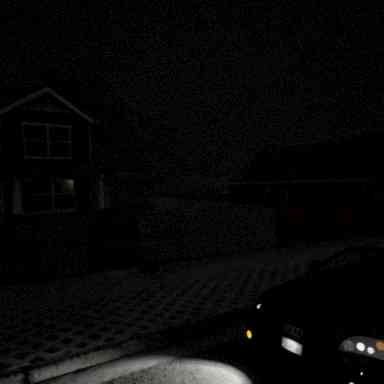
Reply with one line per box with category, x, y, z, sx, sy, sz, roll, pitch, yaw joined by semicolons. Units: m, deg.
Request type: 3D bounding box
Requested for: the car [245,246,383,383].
car;2.789;1.549;4.856;4.181;1.385;1.994;0;0;-33
